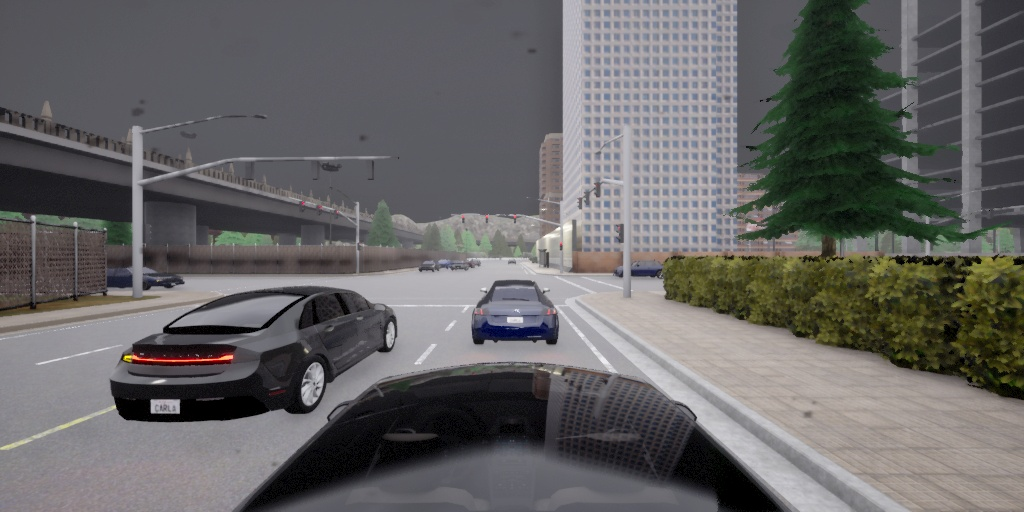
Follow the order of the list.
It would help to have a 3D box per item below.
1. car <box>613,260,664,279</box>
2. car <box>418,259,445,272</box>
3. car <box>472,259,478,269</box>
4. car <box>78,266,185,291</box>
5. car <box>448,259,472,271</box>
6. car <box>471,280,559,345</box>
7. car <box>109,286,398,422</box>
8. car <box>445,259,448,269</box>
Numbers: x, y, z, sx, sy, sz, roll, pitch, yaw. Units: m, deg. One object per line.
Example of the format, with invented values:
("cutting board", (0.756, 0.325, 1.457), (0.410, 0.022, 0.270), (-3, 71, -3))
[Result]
("car", (11.644, 1.157, 32.834), (4.553, 1.767, 2.097), (0, 0, 0))
("car", (-10.592, 1.297, 46.413), (2.033, 1.411, 5.357), (0, 0, 0))
("car", (-7.082, 1.351, 57.920), (1.895, 1.301, 4.718), (0, 0, 0))
("car", (-23.490, 1.353, 22.062), (5.357, 1.411, 2.033), (0, 0, 0))
("car", (-7.084, 1.314, 49.166), (1.994, 1.385, 4.181), (0, 0, 0))
("car", (0.079, 1.314, 9.544), (1.994, 1.385, 4.181), (0, 0, 0))
("car", (-3.440, 1.255, 6.001), (1.837, 1.490, 4.892), (0, 0, 0))
("car", (-10.587, 1.227, 55.863), (1.882, 1.535, 5.008), (0, 0, 0))
